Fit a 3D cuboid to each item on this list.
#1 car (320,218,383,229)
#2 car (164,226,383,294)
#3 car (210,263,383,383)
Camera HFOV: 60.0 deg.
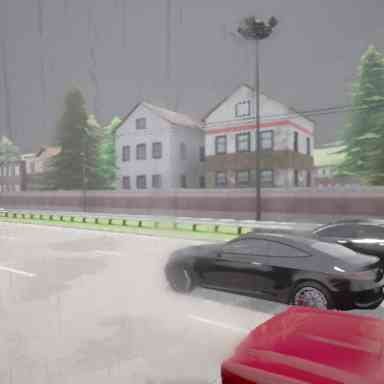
[{"bbox_3d":[4.470,1.516,9.404,4.892,1.490,1.837,0,0,36],"label":"car"},{"bbox_3d":[1.521,1.542,7.207,4.674,1.442,1.812,0,0,36],"label":"car"},{"bbox_3d":[2.485,1.596,2.220,4.718,1.301,1.895,0,0,36],"label":"car"}]
